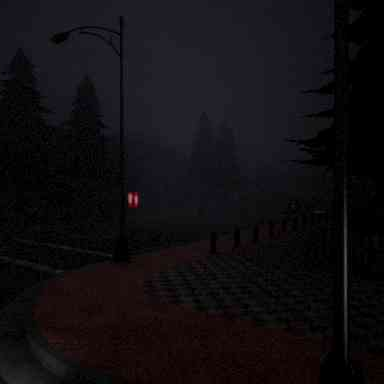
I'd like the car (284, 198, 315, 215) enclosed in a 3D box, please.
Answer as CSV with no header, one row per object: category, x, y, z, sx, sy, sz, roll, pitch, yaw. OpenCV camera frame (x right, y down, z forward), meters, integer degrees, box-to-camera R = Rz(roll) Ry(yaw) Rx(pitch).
car,11.210,1.367,34.493,2.097,1.767,4.553,0,0,35
